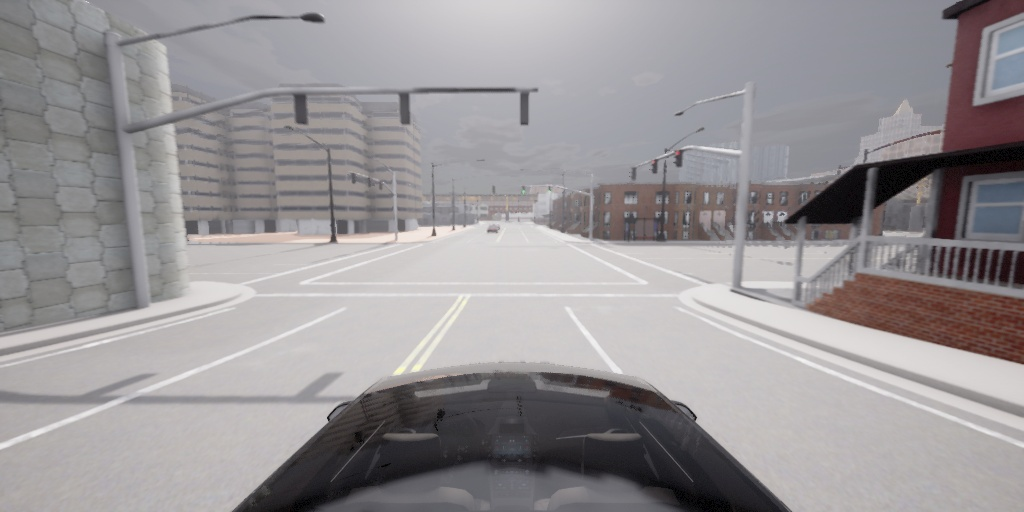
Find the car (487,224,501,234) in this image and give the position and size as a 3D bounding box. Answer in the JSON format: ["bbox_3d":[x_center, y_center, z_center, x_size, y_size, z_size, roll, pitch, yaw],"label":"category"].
[{"bbox_3d":[-3.498,-4.880,64.617,1.882,1.535,5.008,0,6,0],"label":"car"}]
